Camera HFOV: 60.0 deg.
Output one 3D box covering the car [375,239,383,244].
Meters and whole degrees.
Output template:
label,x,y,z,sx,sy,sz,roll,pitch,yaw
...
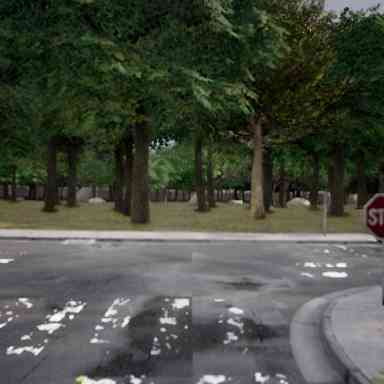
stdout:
label,x,y,z,sx,sy,sz,roll,pitch,yaw
car,10.335,1.685,13.156,5.357,1.411,2.033,0,1,0
